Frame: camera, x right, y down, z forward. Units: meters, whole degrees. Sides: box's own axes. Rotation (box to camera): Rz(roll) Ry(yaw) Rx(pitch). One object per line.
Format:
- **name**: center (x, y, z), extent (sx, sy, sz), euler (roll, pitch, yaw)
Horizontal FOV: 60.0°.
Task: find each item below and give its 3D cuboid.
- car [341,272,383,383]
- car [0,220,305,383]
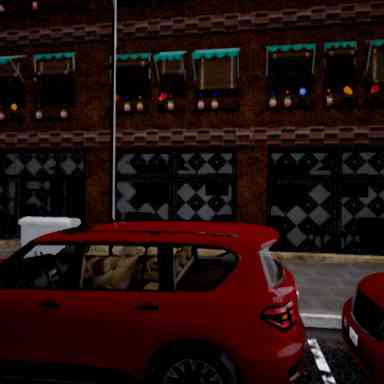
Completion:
- **car**: center (4.309, 1.317, 3.350), extent (5.009, 1.841, 2.192), euler (0, 1, 9)
- **car**: center (-1.164, 1.313, 4.264), extent (5.009, 1.841, 2.192), euler (0, 1, 9)
